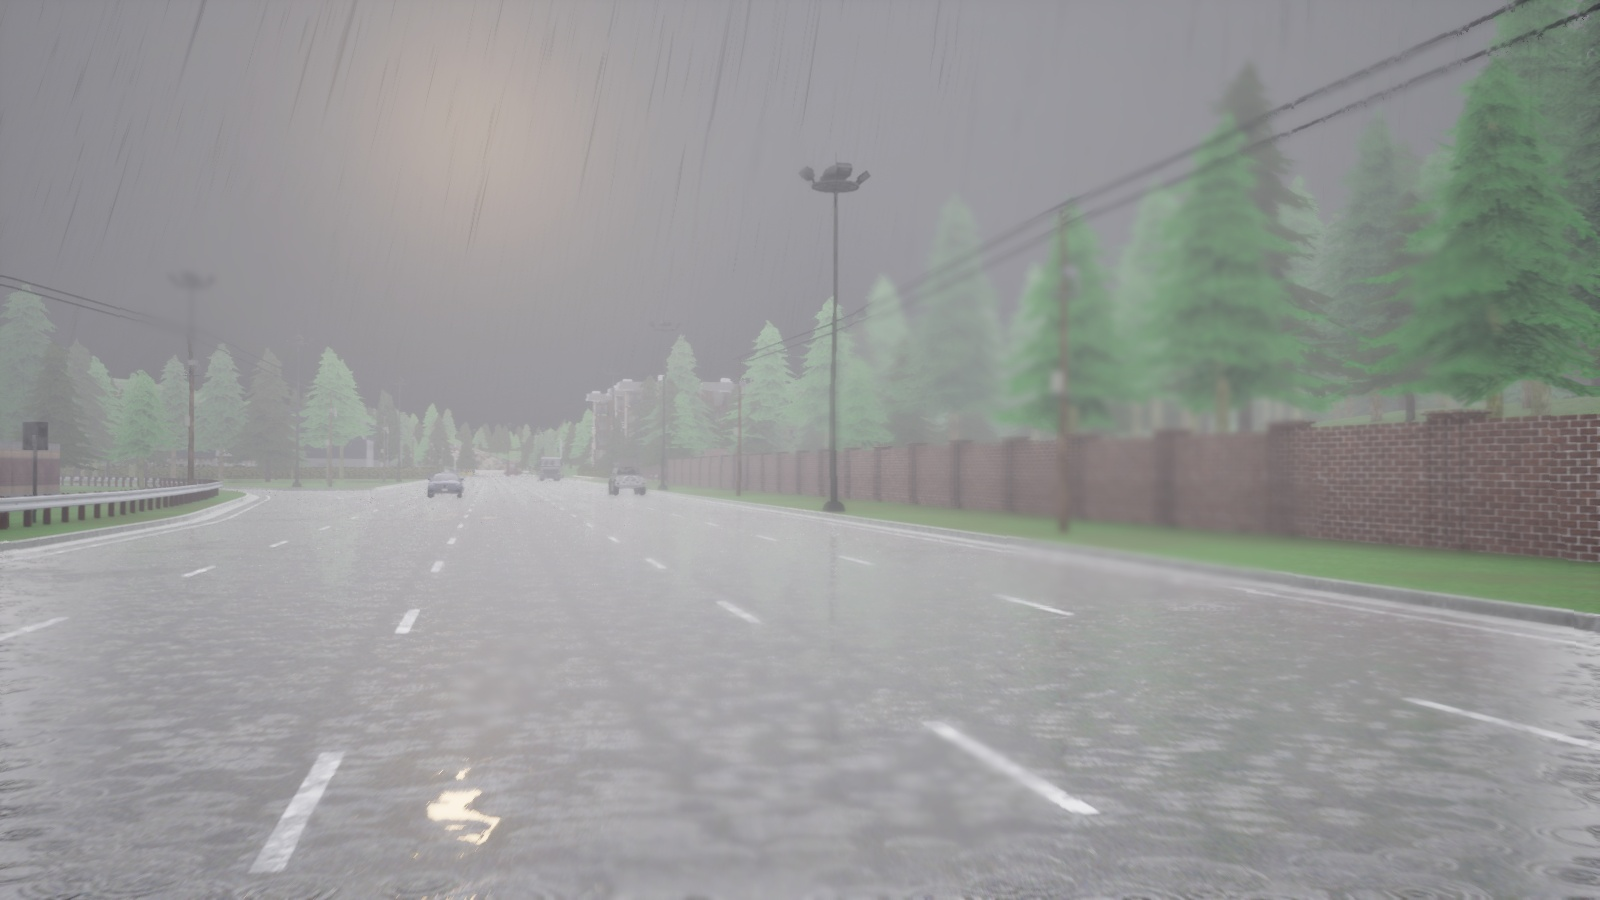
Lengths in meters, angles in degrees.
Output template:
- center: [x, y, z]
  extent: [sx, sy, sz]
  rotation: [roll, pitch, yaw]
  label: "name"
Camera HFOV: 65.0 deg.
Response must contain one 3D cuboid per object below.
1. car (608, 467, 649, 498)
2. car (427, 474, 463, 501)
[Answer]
- center: [-10.384, 1.942, 75.898]
  extent: [1.932, 1.855, 4.605]
  rotation: [0, -1, -14]
  label: "car"
- center: [-19.836, 2.096, 70.364]
  extent: [1.812, 1.442, 4.674]
  rotation: [0, -1, -14]
  label: "car"
